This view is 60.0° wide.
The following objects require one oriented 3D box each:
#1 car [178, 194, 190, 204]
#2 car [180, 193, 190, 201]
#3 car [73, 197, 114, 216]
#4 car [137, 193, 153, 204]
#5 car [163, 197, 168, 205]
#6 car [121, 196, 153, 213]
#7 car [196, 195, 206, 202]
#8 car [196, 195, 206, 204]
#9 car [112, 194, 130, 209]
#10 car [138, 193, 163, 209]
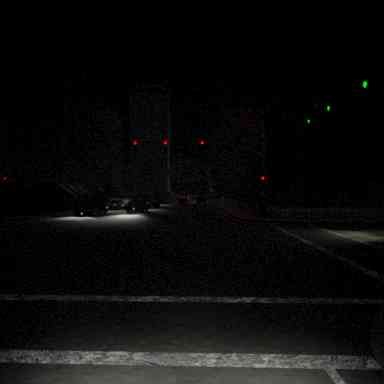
[{"bbox_3d":[-1.720,1.564,66.084,1.994,1.385,4.181,0,0,1],"label":"car"},{"bbox_3d":[-1.505,1.182,74.644,2.097,1.767,4.553,0,0,1],"label":"car"},{"bbox_3d":[-9.734,1.547,32.554,2.033,1.411,5.357,0,0,4],"label":"car"},{"bbox_3d":[-8.854,1.223,63.036,2.150,2.045,5.566,0,0,2],"label":"car"},{"bbox_3d":[-5.445,1.547,60.130,2.033,1.411,5.357,0,0,2],"label":"car"},{"bbox_3d":[-6.046,1.491,37.249,2.128,1.511,4.902,0,0,1],"label":"car"},{"bbox_3d":[1.995,1.352,74.586,2.128,1.511,4.902,0,0,1],"label":"car"},{"bbox_3d":[1.763,1.505,65.370,1.837,1.490,4.892,0,0,1],"label":"car"},{"bbox_3d":[-9.388,1.223,43.531,2.150,2.045,5.566,0,0,2],"label":"car"},{"bbox_3d":[-5.803,1.222,46.821,2.150,2.045,5.566,0,0,1],"label":"car"}]
